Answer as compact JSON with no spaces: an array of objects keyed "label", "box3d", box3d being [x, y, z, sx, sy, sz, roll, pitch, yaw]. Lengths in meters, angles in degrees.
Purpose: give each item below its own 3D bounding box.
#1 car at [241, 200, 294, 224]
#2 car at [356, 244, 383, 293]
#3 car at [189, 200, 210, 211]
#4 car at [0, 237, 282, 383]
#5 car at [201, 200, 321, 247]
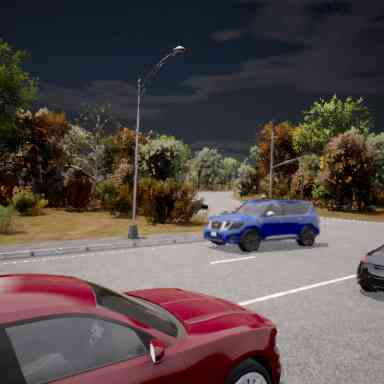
[{"label":"car","box3d":[7.311,1.867,33.001,2.150,2.045,5.566,3,-1,-25]},{"label":"car","box3d":[5.800,1.665,7.936,4.181,1.385,1.994,1,-1,-35]},{"label":"car","box3d":[1.066,2.001,49.620,1.895,1.301,4.718,3,1,-16]},{"label":"car","box3d":[-1.349,1.479,2.783,5.008,1.535,1.882,0,0,-36]},{"label":"car","box3d":[3.209,1.360,14.547,5.566,2.045,2.150,2,-1,-32]}]
